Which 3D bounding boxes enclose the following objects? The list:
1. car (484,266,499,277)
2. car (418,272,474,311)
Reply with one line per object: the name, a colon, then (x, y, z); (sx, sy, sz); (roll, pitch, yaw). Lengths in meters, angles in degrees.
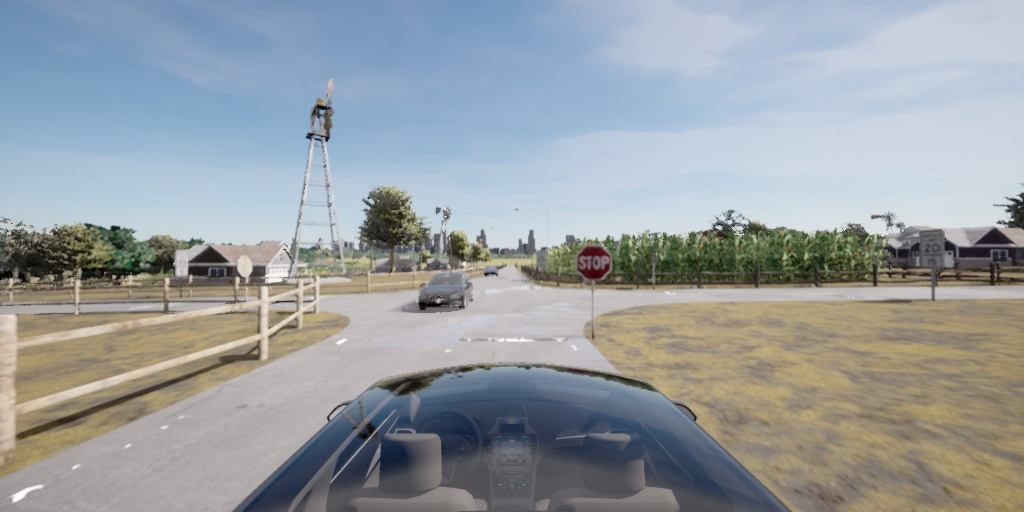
car: (-2.769, 2.078, 48.643); (2.033, 1.411, 5.357); (0, -1, 0)
car: (-2.771, 1.487, 15.865); (1.837, 1.490, 4.892); (-1, -1, 0)
